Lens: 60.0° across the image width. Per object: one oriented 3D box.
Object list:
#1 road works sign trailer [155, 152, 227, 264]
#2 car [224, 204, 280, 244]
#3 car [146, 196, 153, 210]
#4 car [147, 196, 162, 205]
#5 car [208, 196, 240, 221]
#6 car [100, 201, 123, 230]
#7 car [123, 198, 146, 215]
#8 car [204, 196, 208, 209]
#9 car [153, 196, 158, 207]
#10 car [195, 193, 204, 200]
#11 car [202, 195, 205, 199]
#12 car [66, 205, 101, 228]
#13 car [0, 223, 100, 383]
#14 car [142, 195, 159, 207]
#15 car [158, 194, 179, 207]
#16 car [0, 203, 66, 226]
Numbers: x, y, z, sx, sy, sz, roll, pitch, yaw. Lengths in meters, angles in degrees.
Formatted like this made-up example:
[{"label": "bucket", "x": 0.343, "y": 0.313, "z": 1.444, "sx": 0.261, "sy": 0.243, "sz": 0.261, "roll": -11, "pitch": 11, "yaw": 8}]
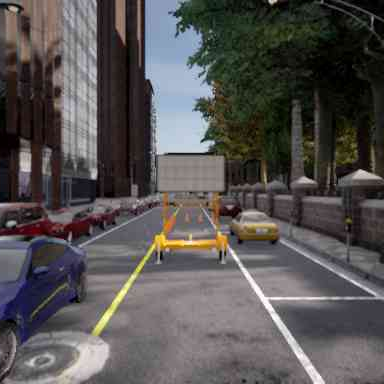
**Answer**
[{"label": "road works sign trailer", "x": -0.036, "y": 0.416, "z": 11.640, "sx": 2.380, "sy": 3.560, "sz": 2.880, "roll": 0, "pitch": 0, "yaw": 0}, {"label": "car", "x": 2.715, "y": 1.464, "z": 15.276, "sx": 1.752, "sy": 1.417, "sz": 4.829, "roll": 0, "pitch": 0, "yaw": 0}, {"label": "car", "x": -5.880, "y": 1.410, "z": 36.903, "sx": 2.008, "sy": 1.369, "sz": 4.403, "roll": 0, "pitch": 0, "yaw": 0}, {"label": "car", "x": -5.932, "y": 1.328, "z": 53.103, "sx": 1.752, "sy": 1.417, "sz": 4.829, "roll": 0, "pitch": 0, "yaw": 0}, {"label": "car", "x": 2.680, "y": 1.214, "z": 26.018, "sx": 2.192, "sy": 1.841, "sz": 5.009, "roll": 0, "pitch": 0, "yaw": 0}, {"label": "car", "x": -5.828, "y": 1.463, "z": 20.532, "sx": 1.887, "sy": 1.381, "sz": 4.507, "roll": 0, "pitch": 0, "yaw": 0}, {"label": "car", "x": -5.863, "y": 1.319, "z": 31.445, "sx": 1.967, "sy": 1.590, "sz": 4.097, "roll": 0, "pitch": 0, "yaw": 0}, {"label": "car", "x": 2.644, "y": 1.385, "z": 37.102, "sx": 1.752, "sy": 1.417, "sz": 4.829, "roll": 0, "pitch": 0, "yaw": 0}, {"label": "car", "x": -5.898, "y": 1.385, "z": 42.359, "sx": 1.887, "sy": 1.381, "sz": 4.507, "roll": 0, "pitch": 0, "yaw": 0}, {"label": "car", "x": 2.489, "y": 1.138, "z": 85.270, "sx": 1.967, "sy": 1.590, "sz": 4.097, "roll": 0, "pitch": 0, "yaw": 0}, {"label": "car", "x": 2.627, "y": 1.406, "z": 42.389, "sx": 1.947, "sy": 1.339, "sz": 4.313, "roll": 0, "pitch": 0, "yaw": 0}, {"label": "car", "x": -5.810, "y": 1.483, "z": 15.074, "sx": 1.887, "sy": 1.381, "sz": 4.507, "roll": 0, "pitch": 0, "yaw": 0}, {"label": "car", "x": -3.116, "y": 1.502, "z": 5.465, "sx": 1.812, "sy": 1.442, "sz": 4.674, "roll": 0, "pitch": 0, "yaw": 0}, {"label": "car", "x": -5.915, "y": 1.261, "z": 47.816, "sx": 1.967, "sy": 1.590, "sz": 4.097, "roll": 0, "pitch": 0, "yaw": 0}, {"label": "car", "x": -3.222, "y": 1.332, "z": 46.661, "sx": 1.837, "sy": 1.490, "sz": 4.892, "roll": 0, "pitch": 0, "yaw": 0}, {"label": "car", "x": -5.792, "y": 1.275, "z": 9.617, "sx": 2.192, "sy": 1.841, "sz": 5.009, "roll": 0, "pitch": 0, "yaw": 0}]
